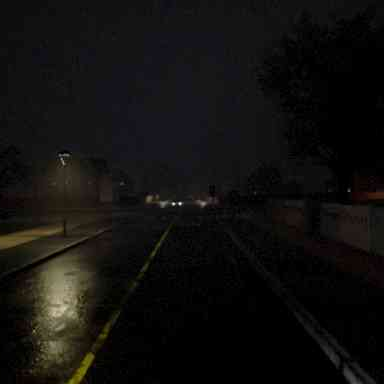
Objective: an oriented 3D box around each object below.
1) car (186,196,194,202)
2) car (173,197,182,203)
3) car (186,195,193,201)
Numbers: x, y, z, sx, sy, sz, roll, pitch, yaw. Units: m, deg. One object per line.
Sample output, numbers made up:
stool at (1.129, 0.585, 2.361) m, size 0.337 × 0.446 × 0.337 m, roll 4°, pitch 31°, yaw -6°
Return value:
car at (-0.570, 1.667, 78.342) m, size 1.895 × 1.301 × 4.718 m, roll 0°, pitch 0°, yaw -1°
car at (-3.239, 1.639, 72.723) m, size 1.895 × 1.301 × 4.718 m, roll 0°, pitch 0°, yaw -1°
car at (-0.735, 1.586, 88.367) m, size 1.895 × 1.301 × 4.718 m, roll 0°, pitch 0°, yaw -2°
